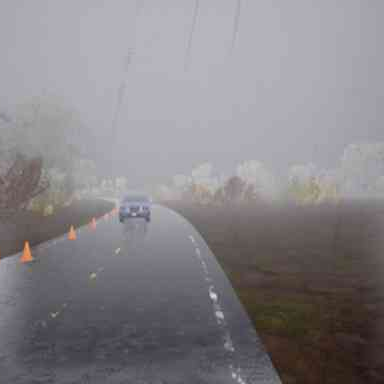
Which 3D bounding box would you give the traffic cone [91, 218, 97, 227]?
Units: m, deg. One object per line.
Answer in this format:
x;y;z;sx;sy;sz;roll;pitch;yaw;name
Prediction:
-6.115;1.883;20.743;0.340;0.580;0.340;0;0;-5;traffic cone

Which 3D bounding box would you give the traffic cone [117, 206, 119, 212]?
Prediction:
-7.946;1.832;35.461;0.340;0.580;0.340;0;0;-9;traffic cone

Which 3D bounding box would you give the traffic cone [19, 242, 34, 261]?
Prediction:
-5.403;1.917;10.880;0.340;0.580;0.340;0;0;-3;traffic cone

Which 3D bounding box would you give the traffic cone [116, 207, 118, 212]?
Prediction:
-7.233;1.849;30.568;0.340;0.580;0.340;0;0;-8;traffic cone

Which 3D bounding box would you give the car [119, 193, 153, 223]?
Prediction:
-4.171;1.135;25.012;2.150;2.045;5.566;0;0;-6;car

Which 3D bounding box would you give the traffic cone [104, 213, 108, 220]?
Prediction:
-6.624;1.865;25.661;0.340;0.580;0.340;0;0;-7;traffic cone
